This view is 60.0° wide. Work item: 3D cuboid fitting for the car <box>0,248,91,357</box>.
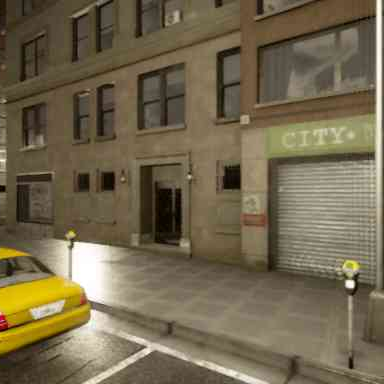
[{"bbox_3d":[-3.802,1.550,5.790,4.829,1.417,1.752,0,0,35],"label":"car"}]
